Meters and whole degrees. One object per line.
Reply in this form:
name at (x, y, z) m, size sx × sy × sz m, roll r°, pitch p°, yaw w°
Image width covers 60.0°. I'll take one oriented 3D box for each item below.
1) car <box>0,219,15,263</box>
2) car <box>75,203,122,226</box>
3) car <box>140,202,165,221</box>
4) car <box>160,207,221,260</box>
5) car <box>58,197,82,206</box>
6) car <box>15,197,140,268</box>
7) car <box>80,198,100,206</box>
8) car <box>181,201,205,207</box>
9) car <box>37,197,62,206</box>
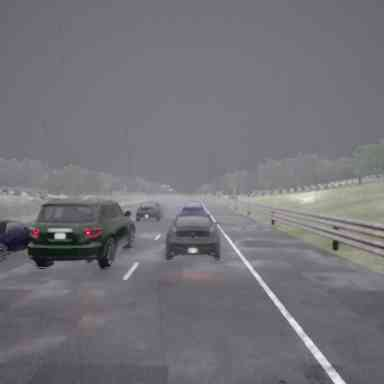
car at (-6.953, 1.631, 11.995) m, size 1.895 × 1.301 × 4.718 m, roll 0°, pitch 0°, yaw 1°
car at (-6.934, 1.607, 25.425) m, size 2.033 × 1.411 × 5.357 m, roll 0°, pitch 0°, yaw 1°
car at (-3.401, 1.569, 27.606) m, size 1.837 × 1.490 × 4.892 m, roll 0°, pitch 0°, yaw 1°
car at (0.054, 1.538, 12.622) m, size 1.837 × 1.490 × 4.892 m, roll 0°, pitch 0°, yaw 1°
car at (-20.855, 1.621, 57.018) m, size 2.128 × 1.511 × 4.902 m, roll 0°, pitch 0°, yaw 1°
car at (-3.460, 1.253, 11.484) m, size 2.150 × 2.045 × 5.566 m, roll 0°, pitch 0°, yaw 1°
car at (-17.358, 1.729, 57.013) m, size 1.895 × 1.301 × 4.718 m, roll 0°, pitch 0°, yaw 1°
car at (0.112, 1.543, 28.737) m, size 1.882 × 1.535 × 5.008 m, roll 0°, pitch 0°, yaw 1°
car at (-24.349, 1.621, 57.029) m, size 2.128 × 1.511 × 4.902 m, roll 0°, pitch 0°, yaw 1°
